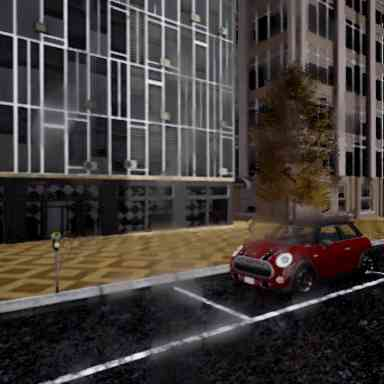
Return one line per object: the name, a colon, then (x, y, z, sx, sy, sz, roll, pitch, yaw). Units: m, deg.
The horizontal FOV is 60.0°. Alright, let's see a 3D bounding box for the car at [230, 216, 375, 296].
car: (2.914, 1.473, 8.656, 4.097, 1.590, 1.967, 0, -1, -36)
